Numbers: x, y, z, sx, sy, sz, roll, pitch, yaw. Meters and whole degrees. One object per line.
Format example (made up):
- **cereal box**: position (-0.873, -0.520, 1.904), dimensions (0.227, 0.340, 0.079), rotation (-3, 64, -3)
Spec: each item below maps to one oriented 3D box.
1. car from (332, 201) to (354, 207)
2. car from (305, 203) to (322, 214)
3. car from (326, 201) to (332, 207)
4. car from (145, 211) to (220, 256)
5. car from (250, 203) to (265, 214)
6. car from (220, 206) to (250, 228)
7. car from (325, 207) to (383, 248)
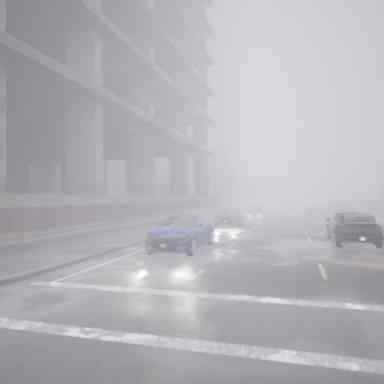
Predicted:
- **car**: position (18.207, 1.983, 39.488), dimensions (1.994, 1.385, 4.181), rotation (-1, -1, 17)
- **car**: position (15.356, 2.097, 42.139), dimensions (1.895, 1.301, 4.718), rotation (-1, -1, 17)
- **car**: position (20.996, 2.022, 49.067), dimensions (1.882, 1.535, 5.008), rotation (-1, -1, 17)
- **car**: position (-0.343, 1.700, 14.428), dimensions (1.882, 1.535, 5.008), rotation (-1, -1, 17)
- **car**: position (8.738, 2.162, 44.762), dimensions (2.033, 1.411, 5.357), rotation (-1, -1, 17)
- **car**: position (2.951, 1.930, 25.505), dimensions (1.994, 1.385, 4.181), rotation (-1, -1, 17)
- **car**: position (7.567, 1.658, 15.739), dimensions (1.837, 1.490, 4.892), rotation (-1, -1, 16)
